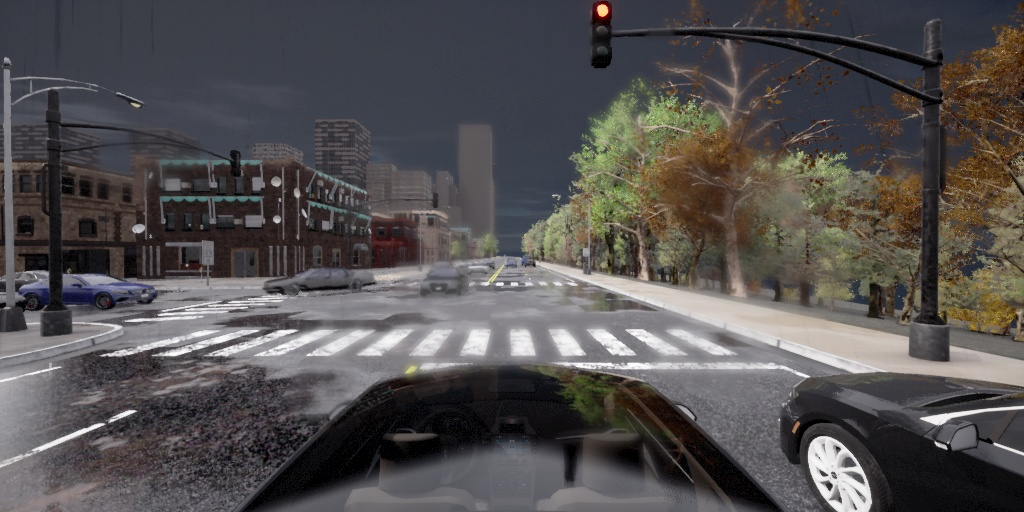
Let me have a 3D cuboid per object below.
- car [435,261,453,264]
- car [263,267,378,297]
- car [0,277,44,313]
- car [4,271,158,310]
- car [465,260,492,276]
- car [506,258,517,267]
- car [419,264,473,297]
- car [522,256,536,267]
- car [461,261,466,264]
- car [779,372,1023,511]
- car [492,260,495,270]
[{"bbox_3d":[-6.682,1.245,34.847,1.837,1.490,4.892,0,0,0],"label":"car"},{"bbox_3d":[-10.197,1.325,19.439,5.357,1.411,2.033,-1,0,-42],"label":"car"},{"bbox_3d":[-19.974,1.564,12.606,4.313,1.339,1.948,0,0,0],"label":"car"},{"bbox_3d":[-18.096,1.475,15.346,4.674,1.442,1.812,-1,1,-1],"label":"car"},{"bbox_3d":[-3.441,1.339,37.722,1.895,1.301,4.718,0,0,0],"label":"car"},{"bbox_3d":[-0.053,1.273,63.930,2.033,1.411,5.357,0,0,0],"label":"car"},{"bbox_3d":[-3.392,1.310,18.580,1.994,1.385,4.181,0,0,0],"label":"car"},{"bbox_3d":[3.197,1.231,63.632,1.837,1.490,4.892,0,0,0],"label":"car"},{"bbox_3d":[-6.719,1.331,53.835,1.895,1.301,4.718,0,0,0],"label":"car"},{"bbox_3d":[3.366,1.255,1.232,1.837,1.490,4.892,0,0,-2],"label":"car"},{"bbox_3d":[-3.471,1.277,53.354,2.033,1.411,5.357,0,0,0],"label":"car"}]
